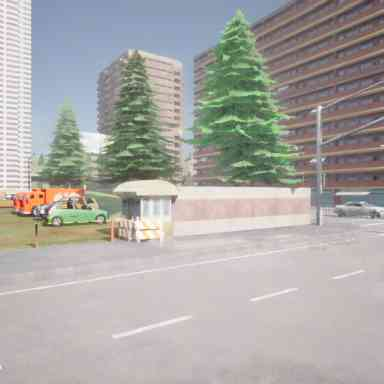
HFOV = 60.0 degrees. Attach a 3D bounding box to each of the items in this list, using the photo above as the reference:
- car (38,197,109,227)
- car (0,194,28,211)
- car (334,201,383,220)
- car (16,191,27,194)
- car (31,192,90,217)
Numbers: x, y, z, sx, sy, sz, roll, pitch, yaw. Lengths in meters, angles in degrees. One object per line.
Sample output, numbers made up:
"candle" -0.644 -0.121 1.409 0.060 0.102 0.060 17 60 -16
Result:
"car" -7.437 1.341 21.496 3.988 1.617 1.851 0 0 -35
"car" -24.520 1.394 44.116 4.193 1.474 1.816 0 0 -35
"car" 15.015 1.581 29.485 1.812 1.442 4.674 0 0 -39
"car" -25.799 1.204 46.638 3.866 1.878 1.905 0 0 -35
"car" -9.461 1.172 25.546 4.605 1.855 1.932 0 0 -35
